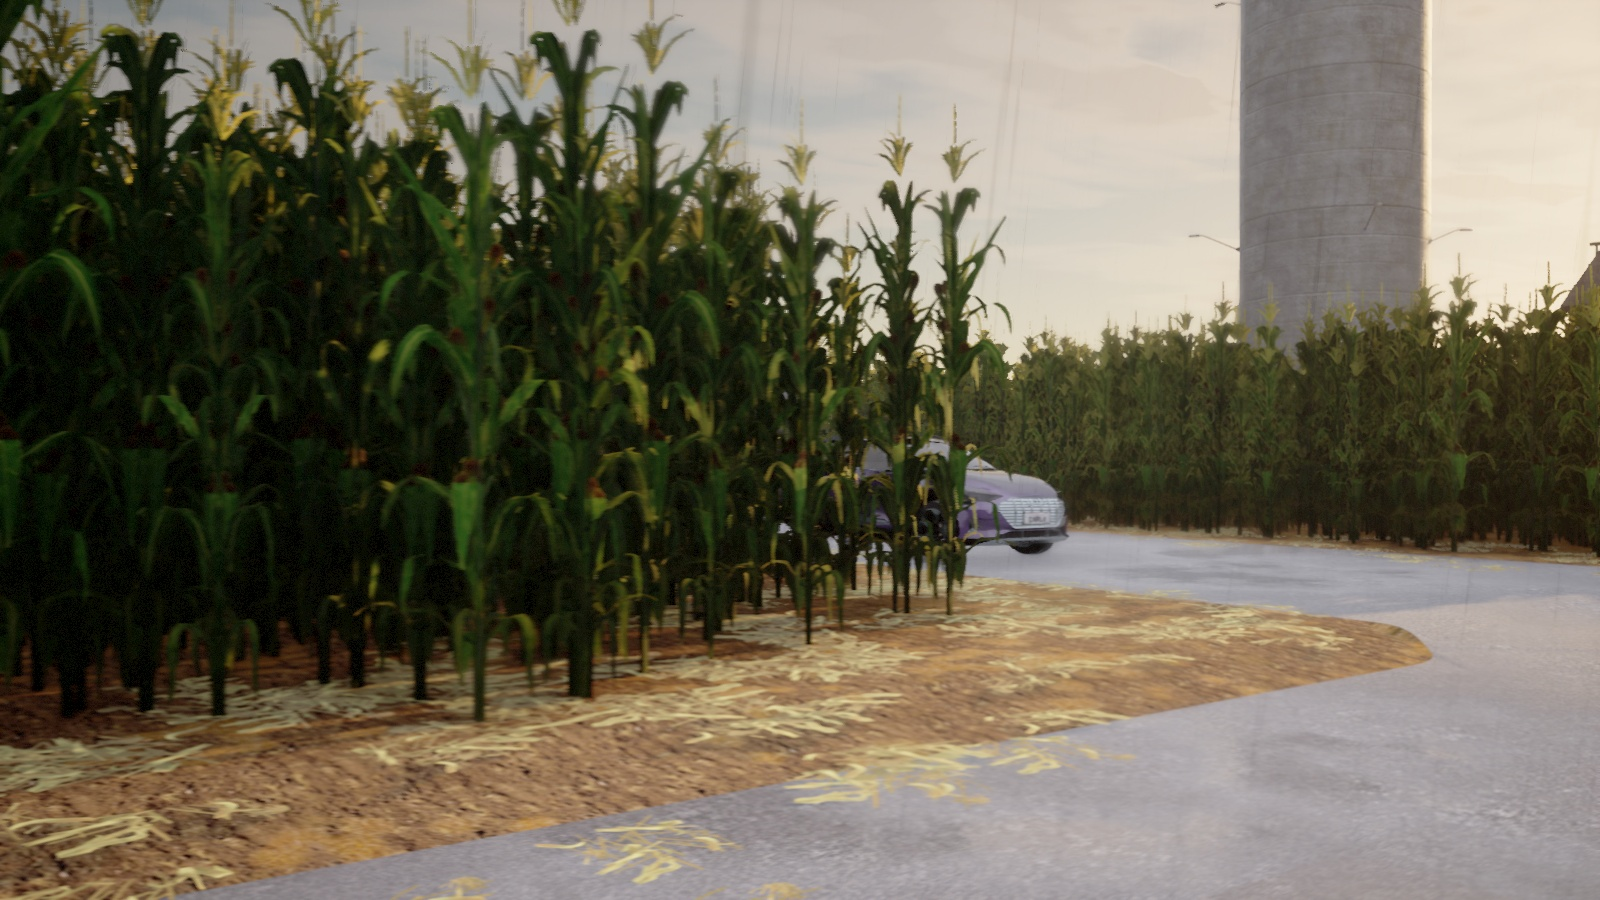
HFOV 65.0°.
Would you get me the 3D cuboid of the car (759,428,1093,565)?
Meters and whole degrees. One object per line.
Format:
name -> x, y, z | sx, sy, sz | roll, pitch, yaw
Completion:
car -> 1.590, 0.573, 17.743 | 2.033, 1.649, 4.856 | 0, 0, -35
